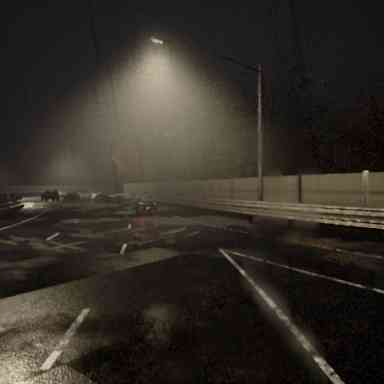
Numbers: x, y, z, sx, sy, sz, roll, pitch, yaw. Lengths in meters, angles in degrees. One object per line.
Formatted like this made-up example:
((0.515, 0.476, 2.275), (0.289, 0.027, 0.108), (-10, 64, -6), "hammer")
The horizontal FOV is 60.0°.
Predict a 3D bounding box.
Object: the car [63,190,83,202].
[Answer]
((-21.536, 0.863, 59.359), (1.882, 1.535, 5.008), (-1, 1, -35), "car")

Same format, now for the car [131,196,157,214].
((-4.500, 1.139, 30.649), (2.128, 1.511, 4.902), (0, 1, -18), "car")

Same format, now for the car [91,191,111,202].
((-14.679, 0.931, 54.707), (1.812, 1.442, 4.674), (-1, 1, -29), "car")

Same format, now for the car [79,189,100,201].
((-18.298, 0.588, 60.904), (2.150, 2.045, 5.566), (-1, 1, -35), "car")

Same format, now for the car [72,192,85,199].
((-24.146, 0.784, 70.681), (1.812, 1.442, 4.674), (-1, 1, -30), "car")

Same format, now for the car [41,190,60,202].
((-24.476, 0.651, 57.453), (2.150, 2.045, 5.566), (-1, 1, -35), "car")
